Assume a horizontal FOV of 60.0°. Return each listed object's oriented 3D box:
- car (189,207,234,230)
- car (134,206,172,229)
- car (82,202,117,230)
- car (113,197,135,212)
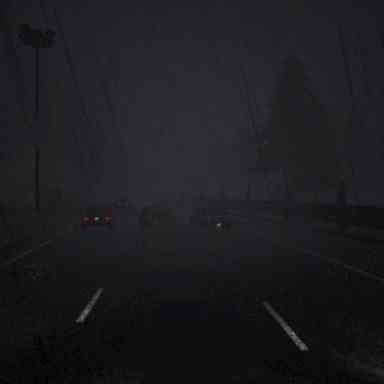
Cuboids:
[{"bbox_3d":[1.101,1.623,21.339,1.895,1.301,4.718,0,0,-12],"label":"car"},{"bbox_3d":[-2.554,1.634,21.862,1.895,1.301,4.718,0,0,-13],"label":"car"},{"bbox_3d":[-6.043,1.590,21.571,2.033,1.411,5.357,0,0,-13],"label":"car"},{"bbox_3d":[-8.107,1.420,39.259,2.097,1.767,4.553,0,0,-21],"label":"car"}]
